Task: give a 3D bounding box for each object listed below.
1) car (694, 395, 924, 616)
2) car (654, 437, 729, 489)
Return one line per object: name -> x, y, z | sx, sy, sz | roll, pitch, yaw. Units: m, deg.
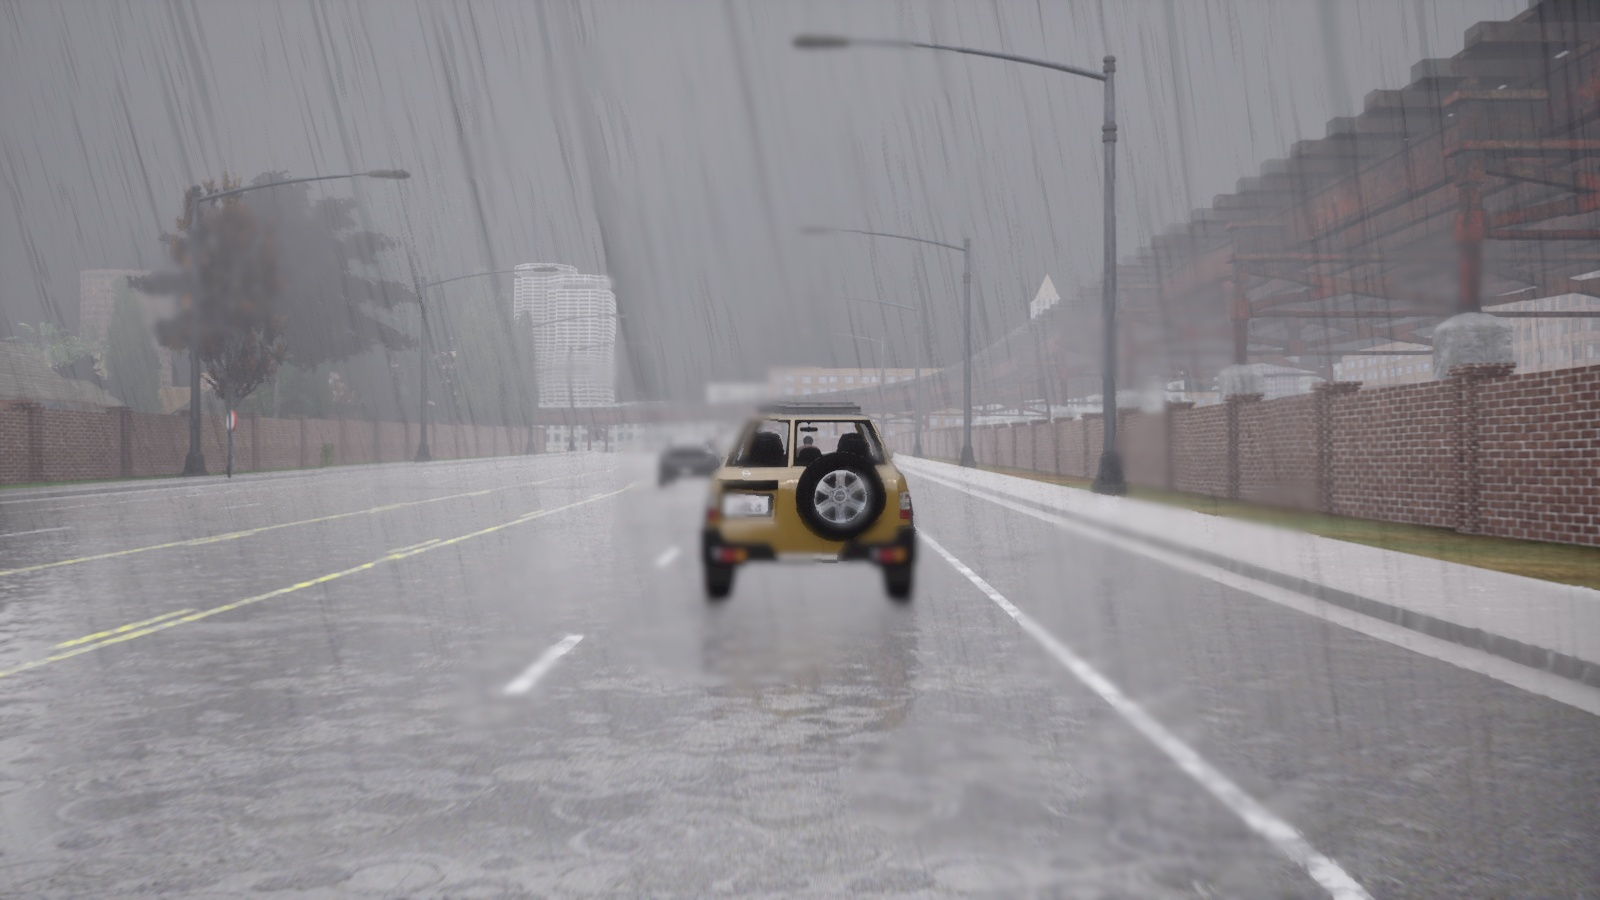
car -> 0.091, 0.443, 12.854 | 1.932, 1.855, 4.605 | 0, 1, 0
car -> -3.258, 0.353, 38.563 | 1.837, 1.490, 4.892 | 0, 1, 0
